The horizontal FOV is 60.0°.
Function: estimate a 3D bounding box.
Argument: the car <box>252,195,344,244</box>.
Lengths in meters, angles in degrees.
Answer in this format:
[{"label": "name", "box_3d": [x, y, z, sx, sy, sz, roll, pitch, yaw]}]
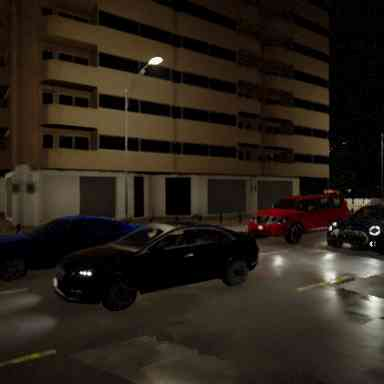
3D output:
[{"label": "car", "box_3d": [5.264, 1.174, 15.861, 5.566, 2.045, 2.150, 0, 0, -33]}]

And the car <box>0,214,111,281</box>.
[{"label": "car", "box_3d": [-3.634, 1.463, 9.969, 5.008, 1.535, 1.882, 0, 0, -34]}]

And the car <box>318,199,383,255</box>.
[{"label": "car", "box_3d": [7.386, 1.306, 13.071, 4.553, 1.767, 2.097, 0, 0, -33]}]

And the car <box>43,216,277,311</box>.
[{"label": "car", "box_3d": [-0.591, 1.476, 7.785, 4.902, 1.511, 2.128, 0, 0, -33]}]
